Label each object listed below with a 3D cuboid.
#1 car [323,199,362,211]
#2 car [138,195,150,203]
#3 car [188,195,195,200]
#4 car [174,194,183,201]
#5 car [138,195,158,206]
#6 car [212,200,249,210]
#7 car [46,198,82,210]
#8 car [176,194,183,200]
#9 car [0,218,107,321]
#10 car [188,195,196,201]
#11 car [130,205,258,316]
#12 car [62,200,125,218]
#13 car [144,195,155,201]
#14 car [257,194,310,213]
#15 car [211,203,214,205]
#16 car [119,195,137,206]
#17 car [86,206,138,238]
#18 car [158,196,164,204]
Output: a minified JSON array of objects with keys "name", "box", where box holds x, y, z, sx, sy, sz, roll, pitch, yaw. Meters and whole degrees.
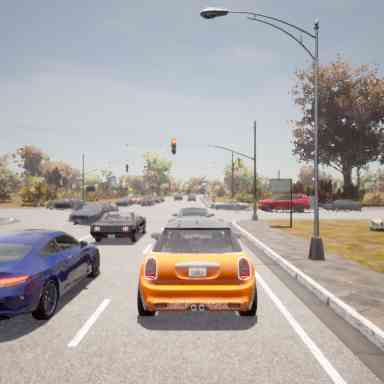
[{"name":"car","box":[17.791,1.561,39.452,4.181,1.385,1.994,0,0,3]},{"name":"car","box":[-10.561,1.478,72.863,1.882,1.535,5.008,0,0,0]},{"name":"car","box":[-0.034,1.500,95.046,1.837,1.490,4.892,0,0,1]},{"name":"car","box":[-3.567,1.492,84.628,1.837,1.490,4.892,0,0,0]},{"name":"car","box":[-7.125,1.505,54.360,1.837,1.490,4.892,0,0,1]},{"name":"car","box":[4.621,1.601,41.131,4.718,1.301,1.895,0,0,18]},{"name":"car","box":[-15.547,1.491,41.299,4.902,1.511,2.128,0,0,3]},{"name":"car","box":[-3.535,1.374,95.036,1.812,1.442,4.674,0,0,1]},{"name":"car","box":[-3.406,1.526,7.191,1.812,1.442,4.674,0,0,0]},{"name":"car","box":[-0.067,1.552,81.265,1.994,1.385,4.181,0,0,0]},{"name":"car","box":[0.094,1.352,7.659,2.097,1.767,4.553,0,0,0]},{"name":"car","box":[-7.044,1.547,24.538,2.033,1.411,5.357,0,0,9]},{"name":"car","box":[-10.568,1.525,83.199,2.128,1.511,4.902,0,0,0]},{"name":"car","box":[9.942,1.221,36.374,5.566,2.045,2.150,0,0,3]},{"name":"car","box":[0.086,1.505,16.616,1.837,1.490,4.892,0,0,0]},{"name":"car","box":[-10.643,1.547,53.164,2.033,1.411,5.357,0,0,1]},{"name":"car","box":[-3.414,1.601,16.349,1.895,1.301,4.718,0,0,0]},{"name":"car","box":[-7.103,1.477,63.838,1.882,1.535,5.008,0,0,0]}]
